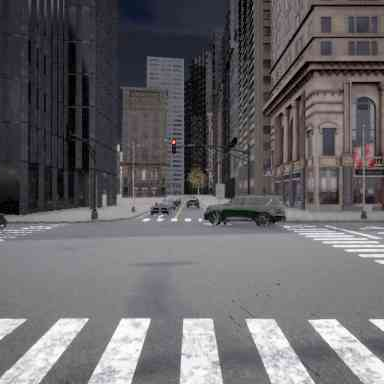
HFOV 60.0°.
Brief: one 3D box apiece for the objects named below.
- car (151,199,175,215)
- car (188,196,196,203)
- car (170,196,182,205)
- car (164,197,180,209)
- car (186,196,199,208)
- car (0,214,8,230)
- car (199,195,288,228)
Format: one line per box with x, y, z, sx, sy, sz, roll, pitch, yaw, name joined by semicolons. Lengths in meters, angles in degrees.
-3.052;1.644;33.782;1.895;1.301;4.718;0;0;0;car
-0.004;1.664;74.983;1.837;1.490;4.892;0;0;0;car
-2.995;1.598;62.738;1.882;1.535;5.008;0;0;0;car
-3.058;1.556;43.179;2.128;1.511;4.902;0;0;0;car
0.117;1.588;50.662;1.837;1.490;4.892;0;0;0;car
-12.416;1.555;17.560;4.892;1.490;1.837;0;0;0;car
3.614;1.251;22.643;5.566;2.045;2.150;0;1;27;car
